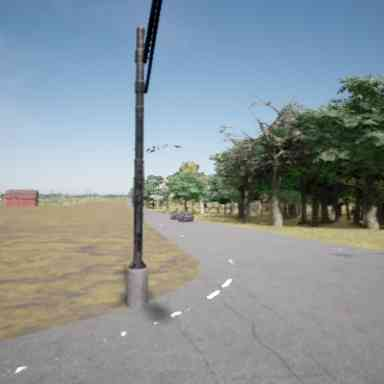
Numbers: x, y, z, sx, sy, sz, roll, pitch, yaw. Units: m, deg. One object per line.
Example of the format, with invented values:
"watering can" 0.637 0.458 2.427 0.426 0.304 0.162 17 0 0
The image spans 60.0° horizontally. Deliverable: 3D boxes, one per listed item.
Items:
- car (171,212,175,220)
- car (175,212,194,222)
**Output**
"car" -2.921 4.619 64.966 1.812 1.442 4.674 1 -3 -11
"car" -0.938 4.150 55.142 2.128 1.511 4.902 1 -3 -11
